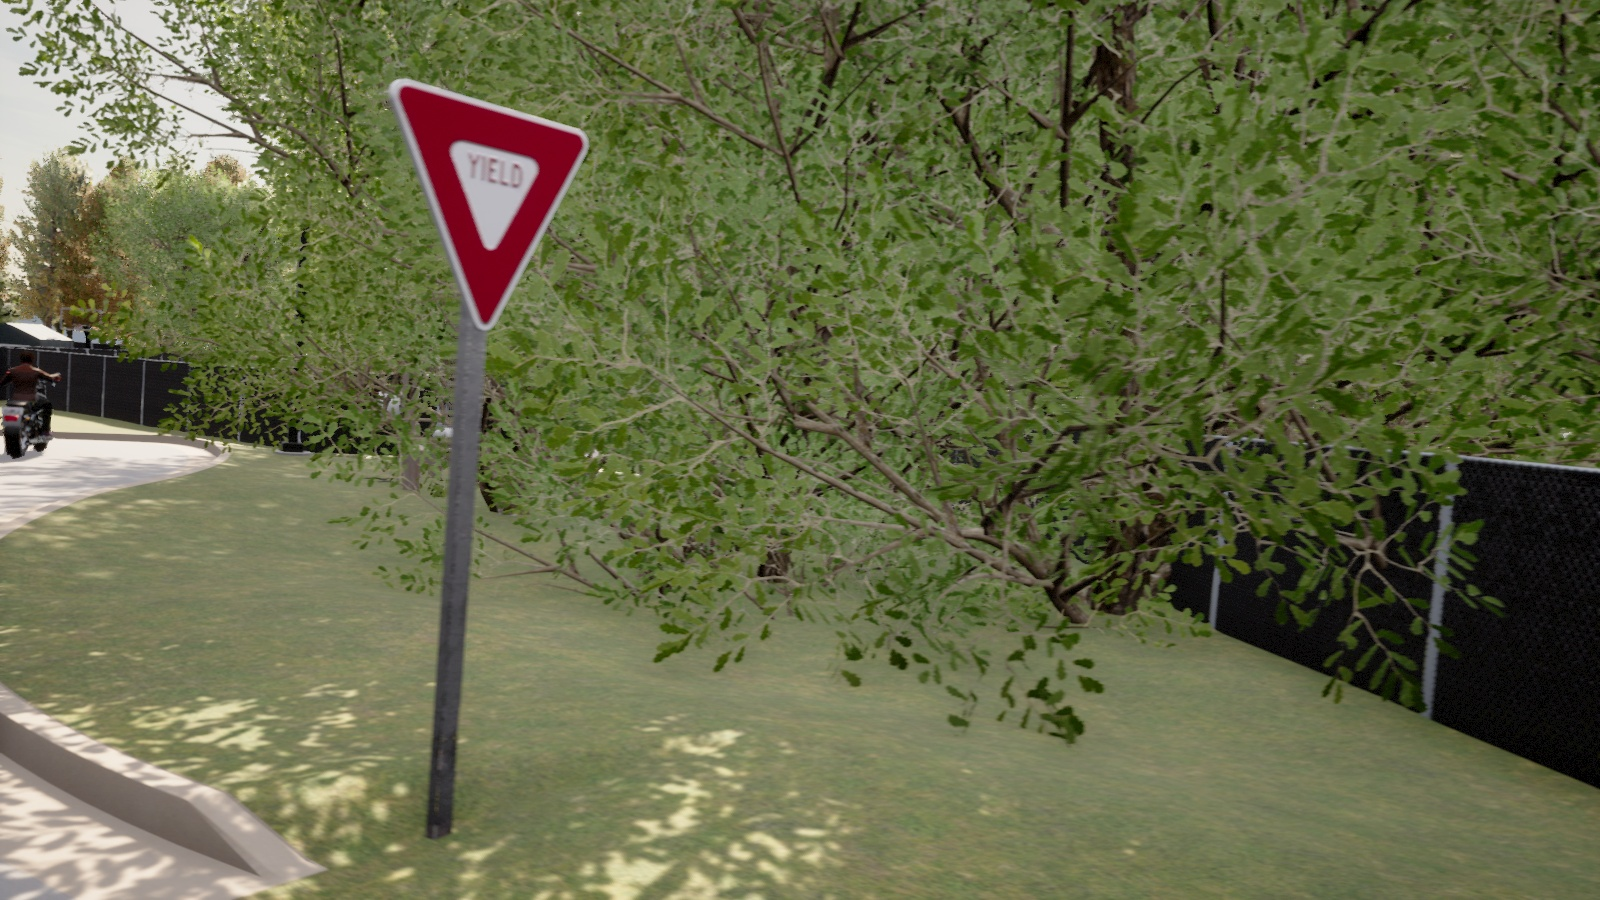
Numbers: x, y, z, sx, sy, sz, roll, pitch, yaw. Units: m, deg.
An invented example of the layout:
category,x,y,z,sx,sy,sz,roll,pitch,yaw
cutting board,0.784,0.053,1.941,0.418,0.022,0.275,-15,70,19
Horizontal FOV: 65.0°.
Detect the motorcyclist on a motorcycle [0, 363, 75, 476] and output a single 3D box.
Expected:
category,x,y,z,sx,sy,sz,roll,pitch,yaw
motorcyclist on a motorcycle,-11.848,-0.509,19.374,0.766,1.649,2.350,0,3,-21
